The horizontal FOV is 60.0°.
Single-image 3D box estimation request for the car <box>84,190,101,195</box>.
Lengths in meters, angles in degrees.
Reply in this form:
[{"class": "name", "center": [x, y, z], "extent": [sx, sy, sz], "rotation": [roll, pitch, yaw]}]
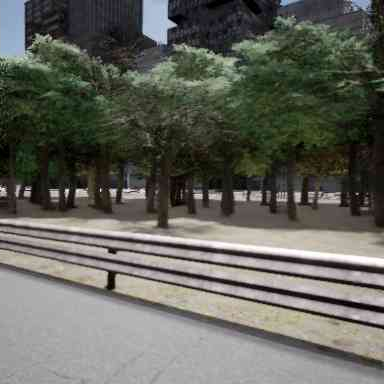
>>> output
[{"class": "car", "center": [-20.875, -0.150, 71.298], "extent": [4.674, 1.442, 1.812], "rotation": [1, 1, 7]}]
